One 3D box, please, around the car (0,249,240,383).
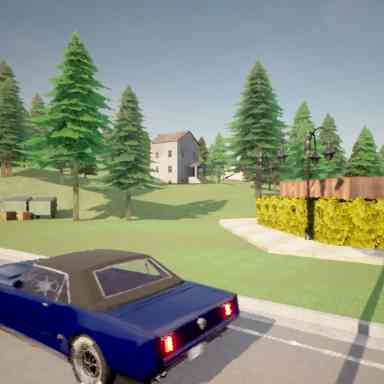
[{"bbox_3d":[-1.750,1.601,5.238,4.718,1.301,1.895,0,0,36],"label":"car"}]
